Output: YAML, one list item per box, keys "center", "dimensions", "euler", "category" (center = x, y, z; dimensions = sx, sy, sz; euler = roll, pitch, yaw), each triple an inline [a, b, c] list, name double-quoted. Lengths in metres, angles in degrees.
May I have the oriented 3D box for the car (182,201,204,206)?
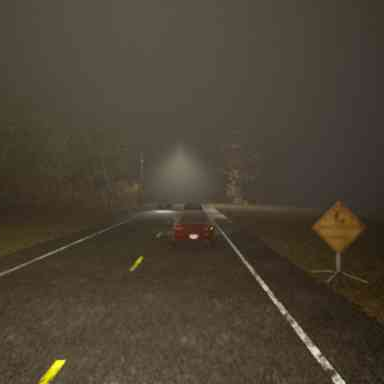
- center: [0.064, 1.570, 31.096]
  dimensions: [1.882, 1.535, 5.008]
  euler: [0, 0, 0]
  category: "car"

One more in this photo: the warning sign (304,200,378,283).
- center: [3.548, 1.139, 8.061]
  dimensions: [1.300, 1.860, 1.060]
  euler: [0, 0, 0]
  category: "warning sign"

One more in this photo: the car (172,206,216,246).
- center: [0.076, 1.570, 15.303]
  dimensions: [1.812, 1.442, 4.674]
  euler: [0, 0, 0]
  category: "car"

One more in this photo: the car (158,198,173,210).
- center: [-3.623, 1.631, 45.798]
  dimensions: [2.128, 1.511, 4.902]
  euler: [0, 0, 0]
  category: "car"
